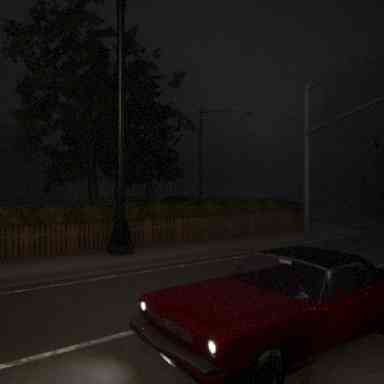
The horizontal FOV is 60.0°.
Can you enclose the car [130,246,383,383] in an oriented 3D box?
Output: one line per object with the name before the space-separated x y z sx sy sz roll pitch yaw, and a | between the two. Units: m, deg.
car | 1.513 1.601 5.091 4.718 1.301 1.895 0 0 -36
